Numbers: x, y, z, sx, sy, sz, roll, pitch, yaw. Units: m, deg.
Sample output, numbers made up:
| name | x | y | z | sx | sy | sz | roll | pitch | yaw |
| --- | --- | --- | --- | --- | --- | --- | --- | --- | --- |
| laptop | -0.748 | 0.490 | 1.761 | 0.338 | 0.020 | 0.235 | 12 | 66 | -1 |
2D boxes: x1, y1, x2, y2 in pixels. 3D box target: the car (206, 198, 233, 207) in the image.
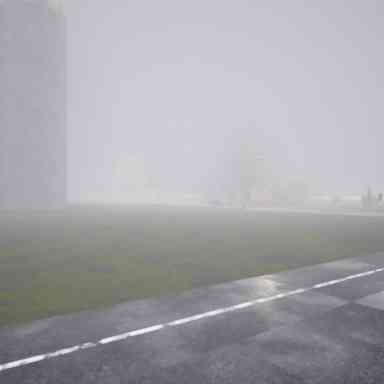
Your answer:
| name | x | y | z | sx | sy | sz | roll | pitch | yaw |
| --- | --- | --- | --- | --- | --- | --- | --- | --- | --- |
| car | 4.656 | 1.756 | 56.920 | 2.033 | 1.411 | 5.357 | 0 | 0 | -35 |
